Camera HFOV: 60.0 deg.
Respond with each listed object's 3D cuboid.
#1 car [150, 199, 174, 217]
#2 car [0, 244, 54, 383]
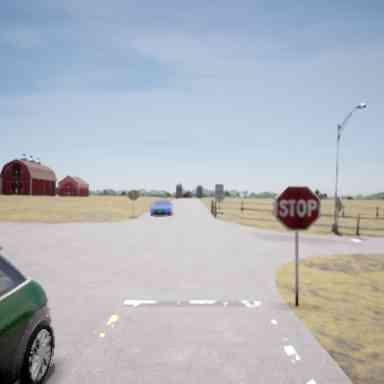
[{"bbox_3d":[-2.717,1.412,30.602,1.882,1.535,5.008,0,1,0],"label":"car"},{"bbox_3d":[-2.749,1.341,2.174,2.097,1.767,4.553,0,0,0],"label":"car"}]
